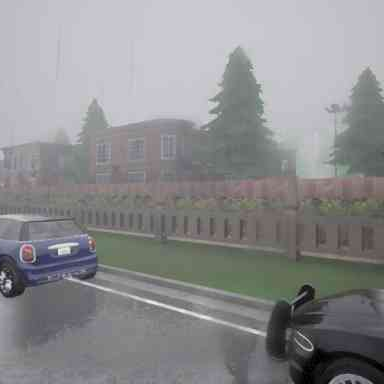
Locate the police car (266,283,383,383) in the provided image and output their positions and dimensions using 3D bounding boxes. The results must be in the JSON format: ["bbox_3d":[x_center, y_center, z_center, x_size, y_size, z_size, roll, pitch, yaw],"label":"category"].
[{"bbox_3d":[3.217,1.425,2.742,5.238,1.638,1.930,0,0,38],"label":"police car"}]

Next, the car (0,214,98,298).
[{"bbox_3d":[-4.557,1.351,8.806,4.553,1.767,2.097,0,0,38],"label":"car"}]
